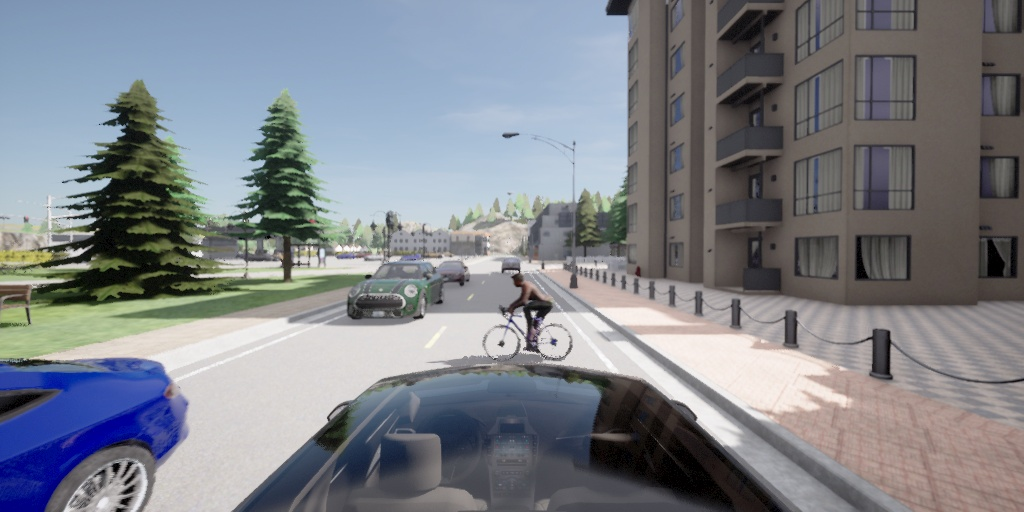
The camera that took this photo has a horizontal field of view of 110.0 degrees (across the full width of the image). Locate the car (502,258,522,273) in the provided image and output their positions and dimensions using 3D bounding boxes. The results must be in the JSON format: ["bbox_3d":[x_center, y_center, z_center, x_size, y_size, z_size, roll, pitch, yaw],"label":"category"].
[{"bbox_3d":[-0.041,0.848,34.372,2.033,1.411,5.357,0,1,1],"label":"car"}]

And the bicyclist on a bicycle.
[{"bbox_3d":[0.283,1.127,6.559,1.656,1.620,0.582,-1,1,0],"label":"bicyclist on a bicycle"}]

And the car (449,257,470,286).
[{"bbox_3d":[-3.695,0.994,22.221,1.812,1.442,4.674,0,1,0],"label":"car"}]

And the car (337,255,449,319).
[{"bbox_3d":[-3.648,0.961,11.992,2.097,1.767,4.553,0,1,0],"label":"car"}]

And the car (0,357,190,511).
[{"bbox_3d":[-3.586,1.284,1.096,1.812,1.442,4.674,0,1,0],"label":"car"}]
